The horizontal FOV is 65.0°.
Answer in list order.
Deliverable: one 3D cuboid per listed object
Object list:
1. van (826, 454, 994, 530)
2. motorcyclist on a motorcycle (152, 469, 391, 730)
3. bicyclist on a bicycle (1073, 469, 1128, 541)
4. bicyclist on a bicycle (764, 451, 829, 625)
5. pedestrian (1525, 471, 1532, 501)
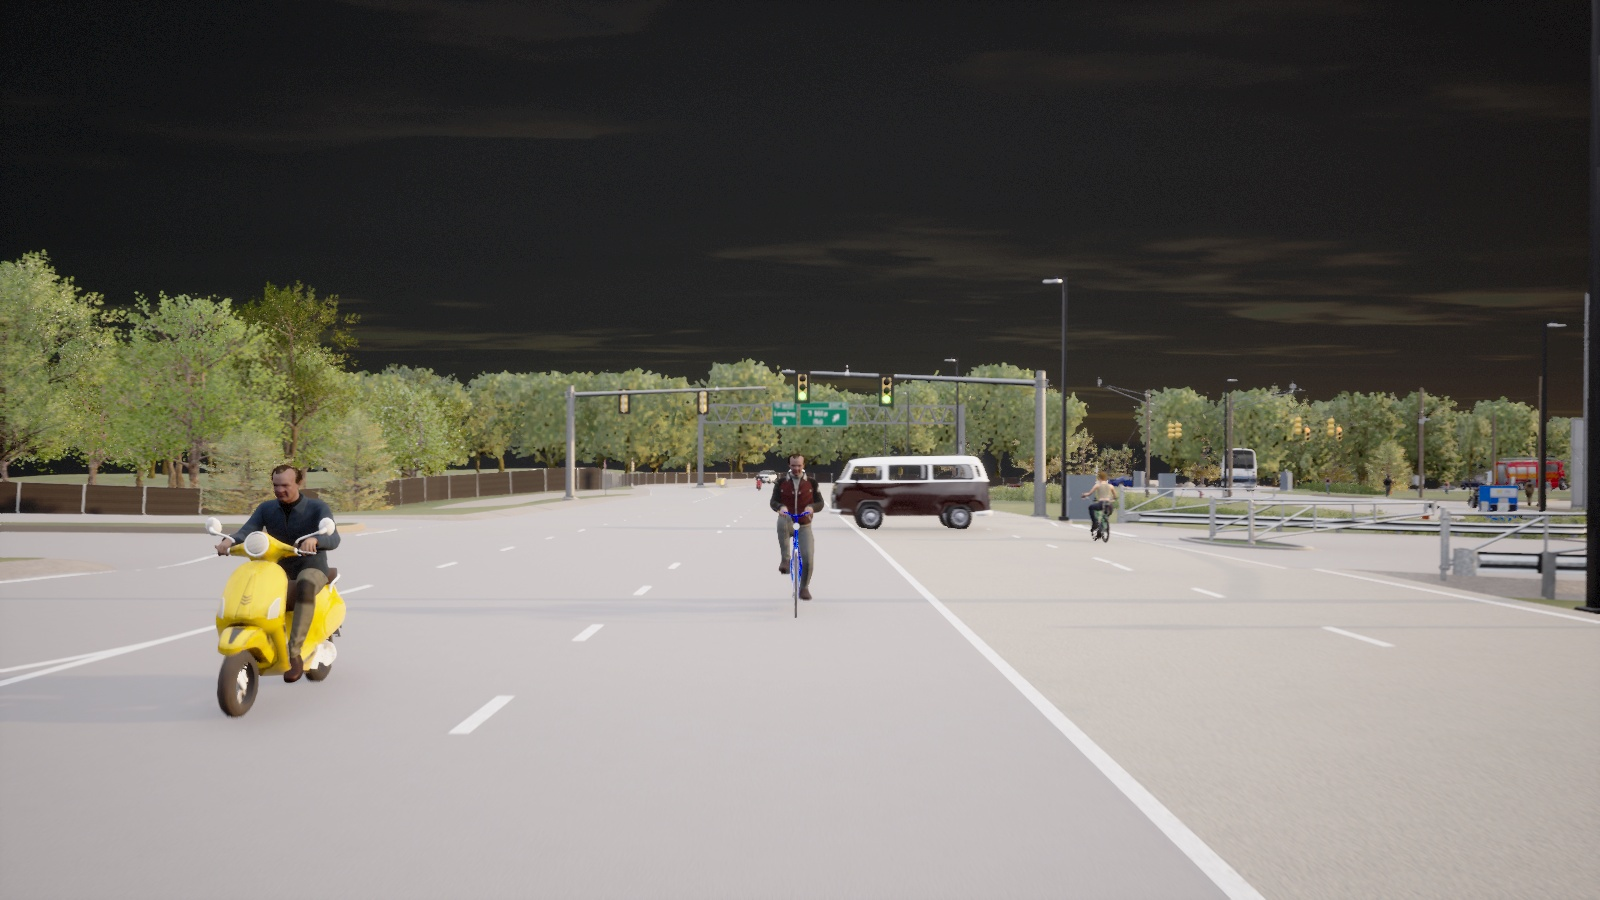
[{"bbox_3d":[3.017,1.166,35.295,4.480,2.038,2.069,-1,-2,-2],"label":"van"},{"bbox_3d":[-3.521,0.925,8.573,0.866,1.590,1.817,0,-1,0],"label":"motorcyclist on a motorcycle"},{"bbox_3d":[6.973,1.270,29.225,0.866,1.612,1.509,2,-1,-1],"label":"bicyclist on a bicycle"},{"bbox_3d":[-0.034,0.916,13.781,0.659,1.776,1.843,0,-1,0],"label":"bicyclist on a bicycle"},{"bbox_3d":[48.451,2.402,83.511,0.396,1.930,0.692,0,0,26],"label":"pedestrian"}]
